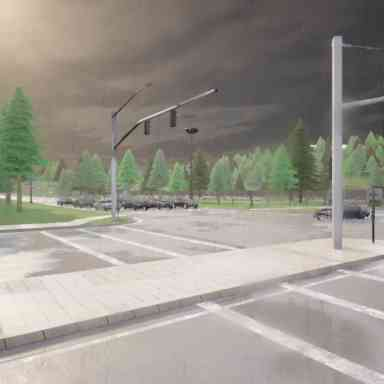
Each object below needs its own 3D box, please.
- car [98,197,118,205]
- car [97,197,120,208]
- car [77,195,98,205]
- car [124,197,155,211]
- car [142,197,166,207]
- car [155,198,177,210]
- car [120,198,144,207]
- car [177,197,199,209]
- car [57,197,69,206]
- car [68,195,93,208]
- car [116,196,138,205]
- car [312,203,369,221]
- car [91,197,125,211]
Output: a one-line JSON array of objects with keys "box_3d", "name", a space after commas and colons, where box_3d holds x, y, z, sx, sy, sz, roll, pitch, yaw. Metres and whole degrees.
[{"box_3d": [-14.954, 1.564, 59.207, 1.994, 1.385, 4.181, 0, 0, -35], "name": "car"}, {"box_3d": [-12.569, 1.526, 49.673, 1.812, 1.442, 4.674, 0, 0, -35], "name": "car"}, {"box_3d": [-18.136, 1.352, 57.641, 2.097, 1.767, 4.553, 0, 0, -35], "name": "car"}, {"box_3d": [-7.206, 1.547, 42.023, 2.033, 1.411, 5.357, 0, 0, -35], "name": "car"}, {"box_3d": [-6.099, 1.564, 52.649, 1.994, 1.385, 4.181, 0, 0, -35], "name": "car"}, {"box_3d": [-4.219, 1.564, 43.861, 1.994, 1.385, 4.181, 0, 0, -35], "name": "car"}, {"box_3d": [-9.243, 1.601, 51.023, 1.895, 1.301, 4.718, 0, 0, -35], "name": "car"}, {"box_3d": [-1.007, 1.505, 45.377, 1.837, 1.490, 4.892, 0, 0, -35], "name": "car"}, {"box_3d": [-21.498, 1.564, 56.345, 1.994, 1.385, 4.181, 0, 0, -35], "name": "car"}, {"box_3d": [-15.793, 1.547, 48.169, 2.033, 1.411, 5.357, 0, 0, -35], "name": "car"}, {"box_3d": [-12.100, 1.547, 61.245, 2.033, 1.411, 5.357, 0, 0, -34], "name": "car"}, {"box_3d": [11.805, 1.547, 26.207, 5.357, 1.411, 2.033, 0, 0, -35], "name": "car"}, {"box_3d": [-10.250, 1.601, 40.268, 1.895, 1.301, 4.718, 0, 0, -35], "name": "car"}]
